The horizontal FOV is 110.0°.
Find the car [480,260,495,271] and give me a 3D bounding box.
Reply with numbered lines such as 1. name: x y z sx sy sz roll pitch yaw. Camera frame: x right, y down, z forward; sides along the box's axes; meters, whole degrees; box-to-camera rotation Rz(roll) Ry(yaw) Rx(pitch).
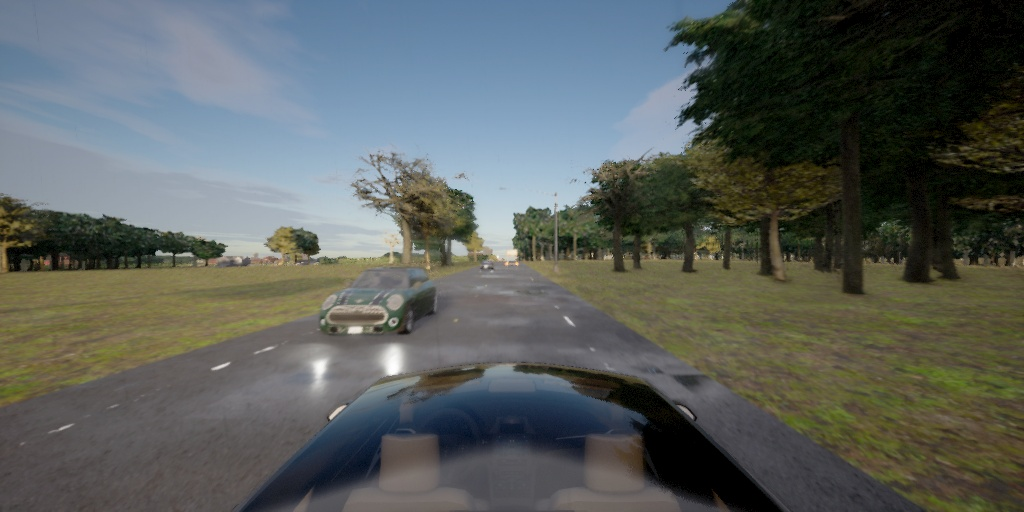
1. car: -3.539 1.287 51.559 2.128 1.511 4.902 0 0 1

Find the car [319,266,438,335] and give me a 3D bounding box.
1. car: -3.590 1.108 10.477 2.097 1.767 4.553 0 0 0
